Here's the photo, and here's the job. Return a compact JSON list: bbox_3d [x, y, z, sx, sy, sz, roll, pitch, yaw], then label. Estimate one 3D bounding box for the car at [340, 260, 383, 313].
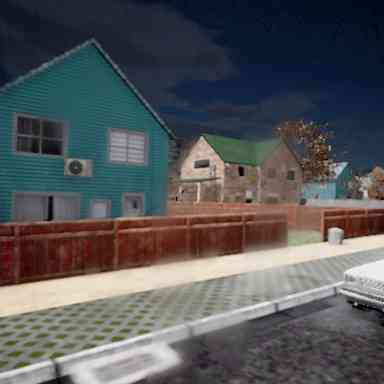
[{"bbox_3d":[5.031,1.661,6.655,4.718,1.301,1.895,1,0,-35],"label":"car"}]
